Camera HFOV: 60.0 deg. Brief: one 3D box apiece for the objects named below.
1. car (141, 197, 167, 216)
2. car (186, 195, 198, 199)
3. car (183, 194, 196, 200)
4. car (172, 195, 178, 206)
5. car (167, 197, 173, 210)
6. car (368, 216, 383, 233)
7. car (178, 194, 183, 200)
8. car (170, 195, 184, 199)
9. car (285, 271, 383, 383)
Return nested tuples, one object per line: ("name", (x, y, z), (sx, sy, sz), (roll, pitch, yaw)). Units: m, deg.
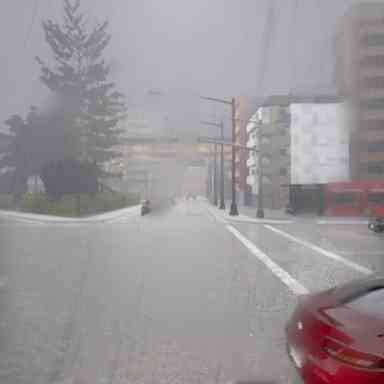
("car", (-3.778, 1.483, 32.563), (1.882, 1.535, 5.008), (0, 0, 0))
("car", (-0.005, 1.320, 91.418), (1.853, 1.218, 4.536), (0, 0, -21))
("car", (0.014, 1.478, 91.369), (2.038, 1.542, 4.974), (0, 0, -21))
("car", (-3.851, 1.581, 55.487), (1.994, 1.385, 4.181), (0, 0, 0))
("car", (-3.828, 1.611, 42.730), (1.895, 1.301, 4.718), (0, 0, 0))
("car", (11.924, 1.582, 17.741), (4.674, 1.442, 1.812), (0, 0, -1))
("car", (-4.148, 1.488, 91.654), (2.038, 1.542, 4.974), (0, 0, 24))
("car", (-4.127, 1.331, 91.701), (1.853, 1.218, 4.536), (0, 0, 24))
("car", (3.389, 1.533, 3.515), (4.674, 1.442, 1.812), (0, 0, -1))
